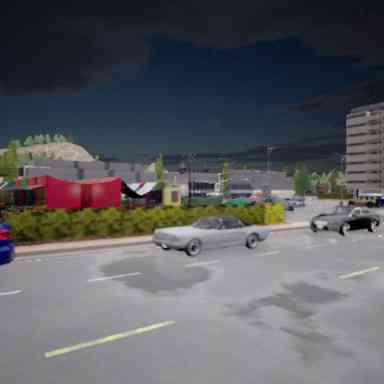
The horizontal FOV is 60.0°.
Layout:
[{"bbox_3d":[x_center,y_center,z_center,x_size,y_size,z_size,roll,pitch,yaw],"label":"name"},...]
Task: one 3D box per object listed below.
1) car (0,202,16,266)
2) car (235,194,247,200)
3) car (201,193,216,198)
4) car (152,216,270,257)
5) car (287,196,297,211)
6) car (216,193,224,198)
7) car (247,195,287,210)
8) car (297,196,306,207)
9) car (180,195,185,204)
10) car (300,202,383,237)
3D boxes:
[{"bbox_3d":[-7.122,1.218,7.511,5.566,2.045,2.150,0,0,-36],"label":"car"},{"bbox_3d":[11.055,1.609,65.645,1.970,1.475,3.806,0,0,-35],"label":"car"},{"bbox_3d":[3.219,1.381,81.489,1.905,1.878,3.866,0,0,-35],"label":"car"},{"bbox_3d":[0.823,1.629,13.180,4.718,1.301,1.895,0,0,-35],"label":"car"},{"bbox_3d":[12.657,1.548,48.310,1.784,1.438,3.905,0,0,-35],"label":"car"},{"bbox_3d":[5.618,1.387,83.110,1.932,1.855,4.605,0,0,-35],"label":"car"},{"bbox_3d":[10.492,1.329,46.725,1.932,1.855,4.605,0,0,-35],"label":"car"},{"bbox_3d":[15.025,1.589,49.974,1.970,1.475,3.806,0,0,-35],"label":"car"},{"bbox_3d":[-2.714,1.312,55.851,1.932,1.855,4.605,0,0,-35],"label":"car"},{"bbox_3d":[8.678,1.551,18.765,4.902,1.511,2.128,0,0,-35],"label":"car"}]
